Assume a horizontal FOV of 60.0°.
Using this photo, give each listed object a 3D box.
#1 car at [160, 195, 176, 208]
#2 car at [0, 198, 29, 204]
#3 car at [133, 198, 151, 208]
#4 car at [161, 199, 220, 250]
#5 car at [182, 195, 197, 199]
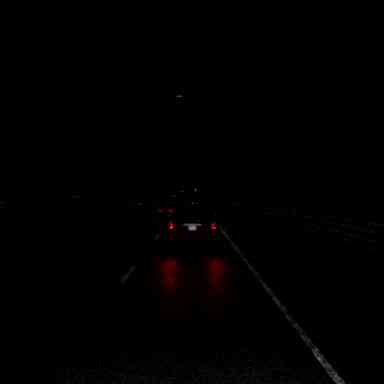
[{"bbox_3d":[-3.424,1.511,46.456,1.812,1.442,4.674,0,0,0],"label":"car"},{"bbox_3d":[-17.510,1.403,32.107,1.882,1.535,5.008,0,0,1],"label":"car"},{"bbox_3d":[-6.923,1.534,46.479,1.994,1.385,4.181,0,0,0],"label":"car"},{"bbox_3d":[0.019,1.351,14.427,2.097,1.767,4.553,0,0,0],"label":"car"},{"bbox_3d":[0.077,1.547,46.452,2.033,1.411,5.357,0,0,0],"label":"car"}]
